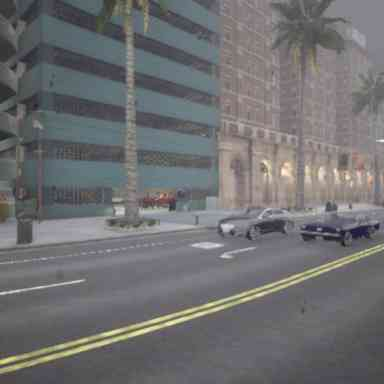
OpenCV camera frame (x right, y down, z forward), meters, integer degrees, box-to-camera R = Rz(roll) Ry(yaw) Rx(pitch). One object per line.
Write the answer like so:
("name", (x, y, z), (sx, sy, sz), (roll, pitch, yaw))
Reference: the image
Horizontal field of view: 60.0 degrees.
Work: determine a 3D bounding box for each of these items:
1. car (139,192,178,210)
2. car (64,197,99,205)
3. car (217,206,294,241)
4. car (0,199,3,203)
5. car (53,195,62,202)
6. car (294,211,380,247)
("car", (-3.572, 0.973, 39.645), (5.566, 2.045, 2.435), (0, 0, -44))
("car", (-17.108, 1.388, 52.283), (4.718, 1.301, 1.895), (0, 0, -44))
("car", (3.290, 1.469, 16.609), (4.902, 1.511, 2.128), (0, 0, -44))
("car", (-30.761, 1.248, 49.388), (4.674, 1.452, 2.002), (0, 0, -44))
("car", (-24.925, 1.325, 60.864), (4.786, 1.482, 2.161), (0, 0, -44))
("car", (6.785, 1.580, 15.118), (4.718, 1.301, 1.895), (0, 0, -44))
